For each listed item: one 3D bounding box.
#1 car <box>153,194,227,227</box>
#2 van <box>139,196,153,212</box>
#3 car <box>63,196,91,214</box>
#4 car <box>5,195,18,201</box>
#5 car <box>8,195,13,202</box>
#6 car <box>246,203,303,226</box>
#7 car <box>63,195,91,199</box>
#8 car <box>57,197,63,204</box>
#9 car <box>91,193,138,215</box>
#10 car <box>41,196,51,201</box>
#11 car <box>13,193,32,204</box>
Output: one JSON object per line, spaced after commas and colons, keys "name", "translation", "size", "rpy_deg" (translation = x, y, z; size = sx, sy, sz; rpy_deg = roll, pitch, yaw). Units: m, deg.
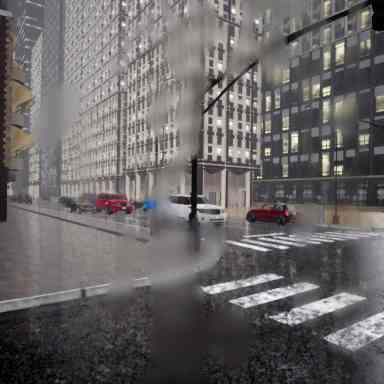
{"name": "car", "translation": [-0.088, 1.170, 22.257], "size": [2.150, 2.045, 5.566], "rpy_deg": [1, -1, -35]}
{"name": "van", "translation": [-4.031, 1.382, 37.787], "size": [1.690, 1.788, 3.998], "rpy_deg": [1, -1, -35]}
{"name": "car", "translation": [-10.863, 1.427, 32.928], "size": [2.008, 1.369, 4.403], "rpy_deg": [1, -1, -35]}
{"name": "car", "translation": [-40.328, 1.378, 74.355], "size": [2.008, 1.369, 4.403], "rpy_deg": [1, -1, -35]}
{"name": "car", "translation": [-37.055, 1.396, 69.752], "size": [1.947, 1.339, 4.313], "rpy_deg": [1, -1, -35]}
{"name": "car", "translation": [5.790, 1.505, 23.977], "size": [1.967, 1.590, 4.097], "rpy_deg": [1, -1, -35]}
{"name": "car", "translation": [-14.810, 1.477, 42.996], "size": [1.994, 1.385, 4.181], "rpy_deg": [1, -1, -35]}
{"name": "car", "translation": [-22.510, 1.484, 59.284], "size": [1.812, 1.442, 4.674], "rpy_deg": [1, -1, -35]}
{"name": "car", "translation": [-7.890, 1.152, 33.233], "size": [2.150, 2.045, 5.566], "rpy_deg": [1, -1, -35]}
{"name": "car", "translation": [-36.775, 1.570, 83.814], "size": [1.802, 1.307, 4.206], "rpy_deg": [1, -1, -35]}
{"name": "car", "translation": [-30.503, 1.155, 60.549], "size": [2.192, 1.841, 5.009], "rpy_deg": [1, -1, -35]}
